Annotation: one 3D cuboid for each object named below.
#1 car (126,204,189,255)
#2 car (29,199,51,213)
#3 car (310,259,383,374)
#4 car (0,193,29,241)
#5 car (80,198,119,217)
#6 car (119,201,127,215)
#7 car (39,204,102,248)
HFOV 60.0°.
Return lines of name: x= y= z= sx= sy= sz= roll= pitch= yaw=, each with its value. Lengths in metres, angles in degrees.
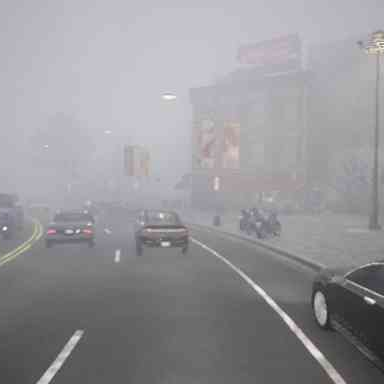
car: x=-1.372 y=1.460 z=13.157 sx=2.128 sy=1.511 sz=4.902 roll=1 pitch=0 yaw=-12
car: x=-15.466 y=1.319 z=32.472 sx=1.895 sy=1.301 sz=4.718 roll=1 pitch=0 yaw=-41
car: x=3.054 y=1.553 z=4.069 sx=1.837 sy=1.490 sz=4.892 roll=1 pitch=0 yaw=-1
car: x=-9.395 y=1.056 z=15.788 sx=2.150 sy=2.045 sz=5.566 roll=1 pitch=0 yaw=-20
car: x=-8.455 y=1.331 z=28.957 sx=2.128 sy=1.511 sz=4.902 roll=1 pitch=0 yaw=-33
car: x=-9.210 y=1.343 z=35.311 sx=2.002 sy=1.452 sz=4.674 roll=1 pitch=0 yaw=-41
car: x=-5.128 y=1.452 z=14.334 sx=2.033 sy=1.411 sz=5.357 roll=1 pitch=0 yaw=-17
